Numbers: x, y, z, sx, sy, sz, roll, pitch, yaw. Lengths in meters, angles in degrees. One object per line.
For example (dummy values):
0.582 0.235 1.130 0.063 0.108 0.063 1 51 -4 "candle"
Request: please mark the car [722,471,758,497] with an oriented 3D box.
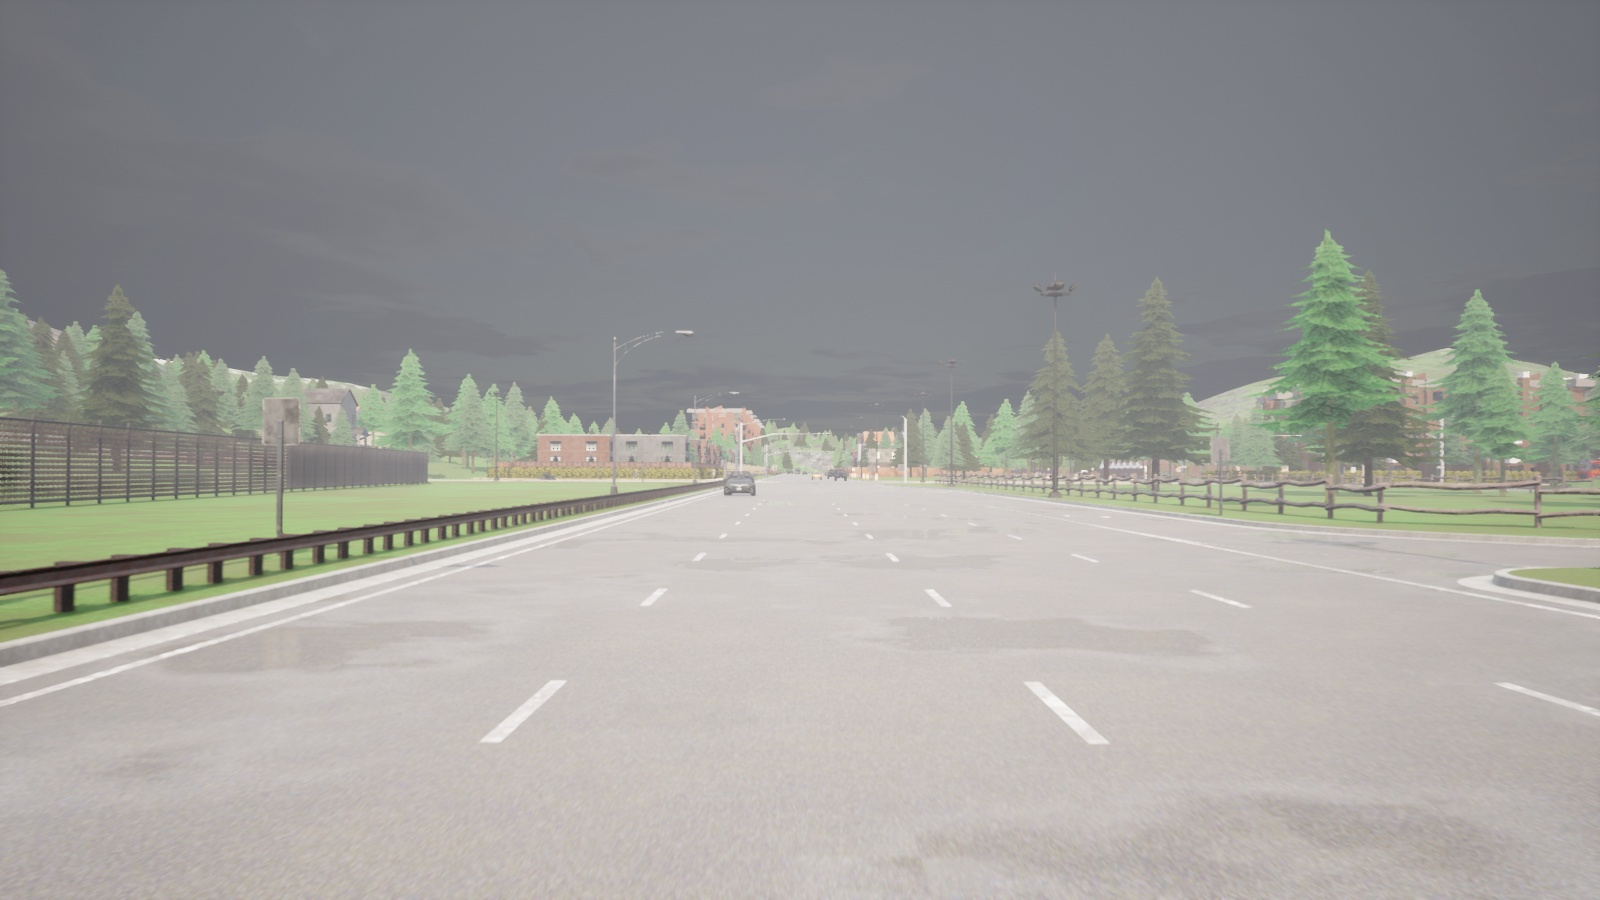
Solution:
-3.688 2.082 77.987 2.007 1.525 4.514 0 -1 0 "car"
